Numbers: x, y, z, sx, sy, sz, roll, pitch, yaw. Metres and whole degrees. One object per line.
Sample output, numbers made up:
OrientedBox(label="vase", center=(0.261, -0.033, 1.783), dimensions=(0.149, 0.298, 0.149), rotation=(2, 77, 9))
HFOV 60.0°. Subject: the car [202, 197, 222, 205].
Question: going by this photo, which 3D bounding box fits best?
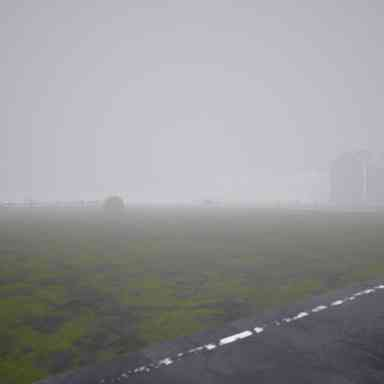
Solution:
OrientedBox(label="car", center=(3.960, 1.772, 66.220), dimensions=(2.097, 1.767, 4.553), rotation=(1, -1, -36))
